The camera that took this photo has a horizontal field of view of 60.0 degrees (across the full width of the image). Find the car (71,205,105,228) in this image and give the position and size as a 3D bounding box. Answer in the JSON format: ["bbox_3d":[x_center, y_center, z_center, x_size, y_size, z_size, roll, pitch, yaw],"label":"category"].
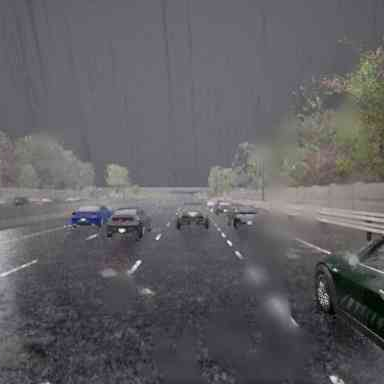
[{"bbox_3d":[-6.915,1.633,23.625,1.882,1.535,5.008,0,0,0],"label":"car"}]

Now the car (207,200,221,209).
[{"bbox_3d":[3.464,1.961,53.415,1.895,1.301,4.718,0,0,0],"label":"car"}]

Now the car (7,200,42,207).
[{"bbox_3d":[-17.623,1.842,36.284,1.895,1.301,4.718,0,0,0],"label":"car"}]

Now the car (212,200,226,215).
[{"bbox_3d":[3.474,1.770,36.744,1.812,1.442,4.674,0,0,0],"label":"car"}]

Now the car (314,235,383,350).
[{"bbox_3d":[3.497,1.380,4.835,2.097,1.767,4.553,0,0,0],"label":"car"}]

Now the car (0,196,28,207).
[{"bbox_3d":[-21.123,1.480,38.772,2.150,2.045,5.566,0,0,0],"label":"car"}]

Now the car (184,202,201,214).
[{"bbox_3d":[0.075,1.863,39.403,1.895,1.301,4.718,0,0,0],"label":"car"}]

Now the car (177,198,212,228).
[{"bbox_3d":[0.079,1.509,23.372,2.097,1.767,4.553,0,0,1],"label":"car"}]

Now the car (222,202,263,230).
[{"bbox_3d":[3.485,1.639,22.433,2.128,1.511,4.902,0,0,0],"label":"car"}]

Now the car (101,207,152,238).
[{"bbox_3d":[-3.412,1.627,18.632,1.837,1.490,4.892,0,0,0],"label":"car"}]
